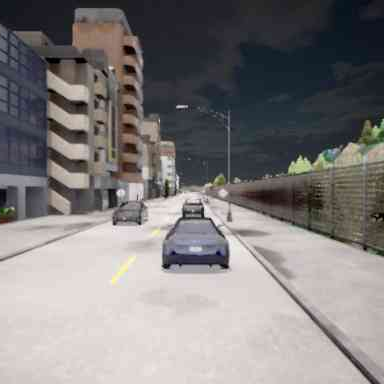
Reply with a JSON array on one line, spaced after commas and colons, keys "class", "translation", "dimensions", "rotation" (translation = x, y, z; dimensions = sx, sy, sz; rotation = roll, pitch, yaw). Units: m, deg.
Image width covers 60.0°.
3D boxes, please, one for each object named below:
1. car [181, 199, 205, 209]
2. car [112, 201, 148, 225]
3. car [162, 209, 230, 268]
[{"class": "car", "translation": [0.101, 1.319, 28.866], "dimensions": [2.128, 1.511, 4.902], "rotation": [0, 0, 0]}, {"class": "car", "translation": [-4.096, 1.370, 22.566], "dimensions": [1.837, 1.490, 4.892], "rotation": [0, 0, 0]}, {"class": "car", "translation": [0.102, 1.496, 11.010], "dimensions": [1.994, 1.385, 4.181], "rotation": [0, 0, 0]}]
